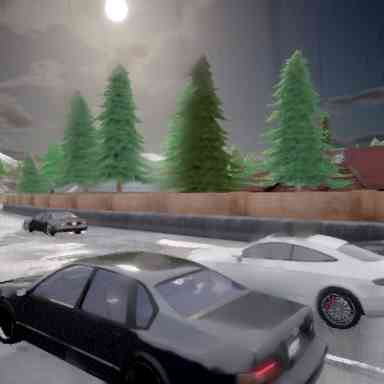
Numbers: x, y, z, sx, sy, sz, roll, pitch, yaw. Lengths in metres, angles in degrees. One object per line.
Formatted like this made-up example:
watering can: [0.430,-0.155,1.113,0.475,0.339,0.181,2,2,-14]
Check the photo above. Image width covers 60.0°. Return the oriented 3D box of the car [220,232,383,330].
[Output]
car: [1.911,1.595,7.013,4.674,1.442,1.812,-1,-1,36]

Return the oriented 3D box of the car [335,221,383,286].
car: [6.216,1.583,8.199,4.674,1.442,1.812,-1,-1,35]

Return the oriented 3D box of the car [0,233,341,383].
car: [-1.006,1.608,4.786,5.357,1.411,2.033,-1,-1,37]

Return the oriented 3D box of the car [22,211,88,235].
car: [-8.311,1.822,20.005,5.357,1.411,2.033,-1,-1,43]
